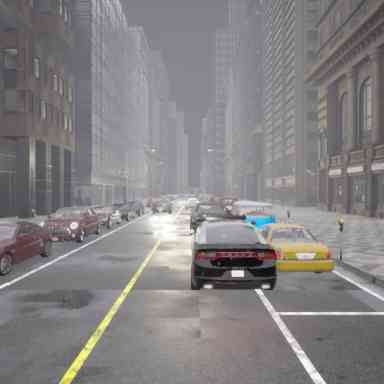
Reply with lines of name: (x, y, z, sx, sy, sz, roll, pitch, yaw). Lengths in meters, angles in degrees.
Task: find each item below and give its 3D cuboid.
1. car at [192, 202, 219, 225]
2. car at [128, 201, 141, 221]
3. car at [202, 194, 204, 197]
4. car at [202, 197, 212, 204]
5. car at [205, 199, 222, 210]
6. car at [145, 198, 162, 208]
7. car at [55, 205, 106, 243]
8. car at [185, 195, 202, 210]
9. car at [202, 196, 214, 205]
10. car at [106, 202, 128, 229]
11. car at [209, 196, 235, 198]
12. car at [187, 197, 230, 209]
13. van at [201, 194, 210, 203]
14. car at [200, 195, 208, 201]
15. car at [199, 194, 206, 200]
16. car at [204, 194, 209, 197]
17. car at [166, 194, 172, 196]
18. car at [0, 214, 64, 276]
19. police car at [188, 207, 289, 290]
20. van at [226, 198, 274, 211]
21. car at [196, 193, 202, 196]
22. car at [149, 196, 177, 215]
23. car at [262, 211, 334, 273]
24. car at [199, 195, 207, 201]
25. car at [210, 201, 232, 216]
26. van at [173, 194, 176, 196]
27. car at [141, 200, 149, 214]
car: (0.944, 1.529, 25.100, 1.812, 1.442, 4.674, 0, 0, 0)
car: (-5.718, 1.569, 27.063, 1.947, 1.339, 4.313, 0, 0, 0)
car: (2.846, 1.456, 49.468, 1.967, 1.590, 4.097, 0, 0, 0)
car: (2.877, 1.609, 66.273, 1.802, 1.307, 4.206, 0, 0, 0)
car: (2.837, 1.578, 43.866, 1.947, 1.339, 4.313, 0, 0, 0)
car: (-5.679, 1.560, 49.472, 1.887, 1.381, 4.507, 0, 0, 0)
car: (-5.738, 1.441, 15.859, 1.967, 1.590, 4.097, 0, 0, 0)
car: (0.100, 1.538, 43.717, 1.812, 1.442, 4.674, 0, 0, 1)
car: (2.866, 1.463, 60.671, 1.967, 1.590, 4.097, 0, 0, 0)
car: (-5.728, 1.552, 21.462, 2.008, 1.369, 4.403, 0, 0, 0)
car: (2.806, 1.318, 27.061, 2.192, 1.841, 5.009, 0, 0, 0)
car: (0.932, 1.352, 19.070, 2.097, 1.767, 4.553, 0, 0, 0)
van: (2.886, 1.372, 71.874, 1.690, 1.788, 3.998, 0, 0, 0)
car: (2.906, 1.583, 83.078, 1.887, 1.381, 4.507, 0, 0, 0)
car: (2.926, 1.486, 94.282, 1.967, 1.590, 4.097, 0, 0, 0)
car: (2.826, 1.324, 38.264, 2.192, 1.841, 5.009, 0, 0, 0)
car: (-5.649, 1.467, 66.278, 1.967, 1.590, 4.097, 0, 0, 0)
car: (-5.748, 1.582, 10.257, 1.802, 1.307, 4.206, 0, 0, 0)
police car: (0.915, 1.425, 9.209, 1.930, 1.638, 5.238, 0, 0, 0)
van: (2.786, 1.342, 15.858, 1.690, 1.788, 3.998, 0, 0, 0)
car: (0.100, 1.372, 55.800, 2.097, 1.767, 4.553, 0, 0, 0)
car: (-2.941, 1.497, 33.715, 2.128, 1.511, 4.902, 0, 0, 0)
car: (2.777, 1.525, 10.426, 1.752, 1.417, 4.829, 0, 0, 0)
car: (2.916, 1.587, 88.681, 1.887, 1.381, 4.507, 0, 0, 0)
car: (2.817, 1.588, 32.663, 1.802, 1.307, 4.206, 0, 0, 0)
van: (-5.620, 1.379, 83.085, 1.690, 1.788, 3.998, 0, 0, 0)
car: (-5.708, 1.571, 32.665, 1.947, 1.339, 4.313, 0, 0, 0)
